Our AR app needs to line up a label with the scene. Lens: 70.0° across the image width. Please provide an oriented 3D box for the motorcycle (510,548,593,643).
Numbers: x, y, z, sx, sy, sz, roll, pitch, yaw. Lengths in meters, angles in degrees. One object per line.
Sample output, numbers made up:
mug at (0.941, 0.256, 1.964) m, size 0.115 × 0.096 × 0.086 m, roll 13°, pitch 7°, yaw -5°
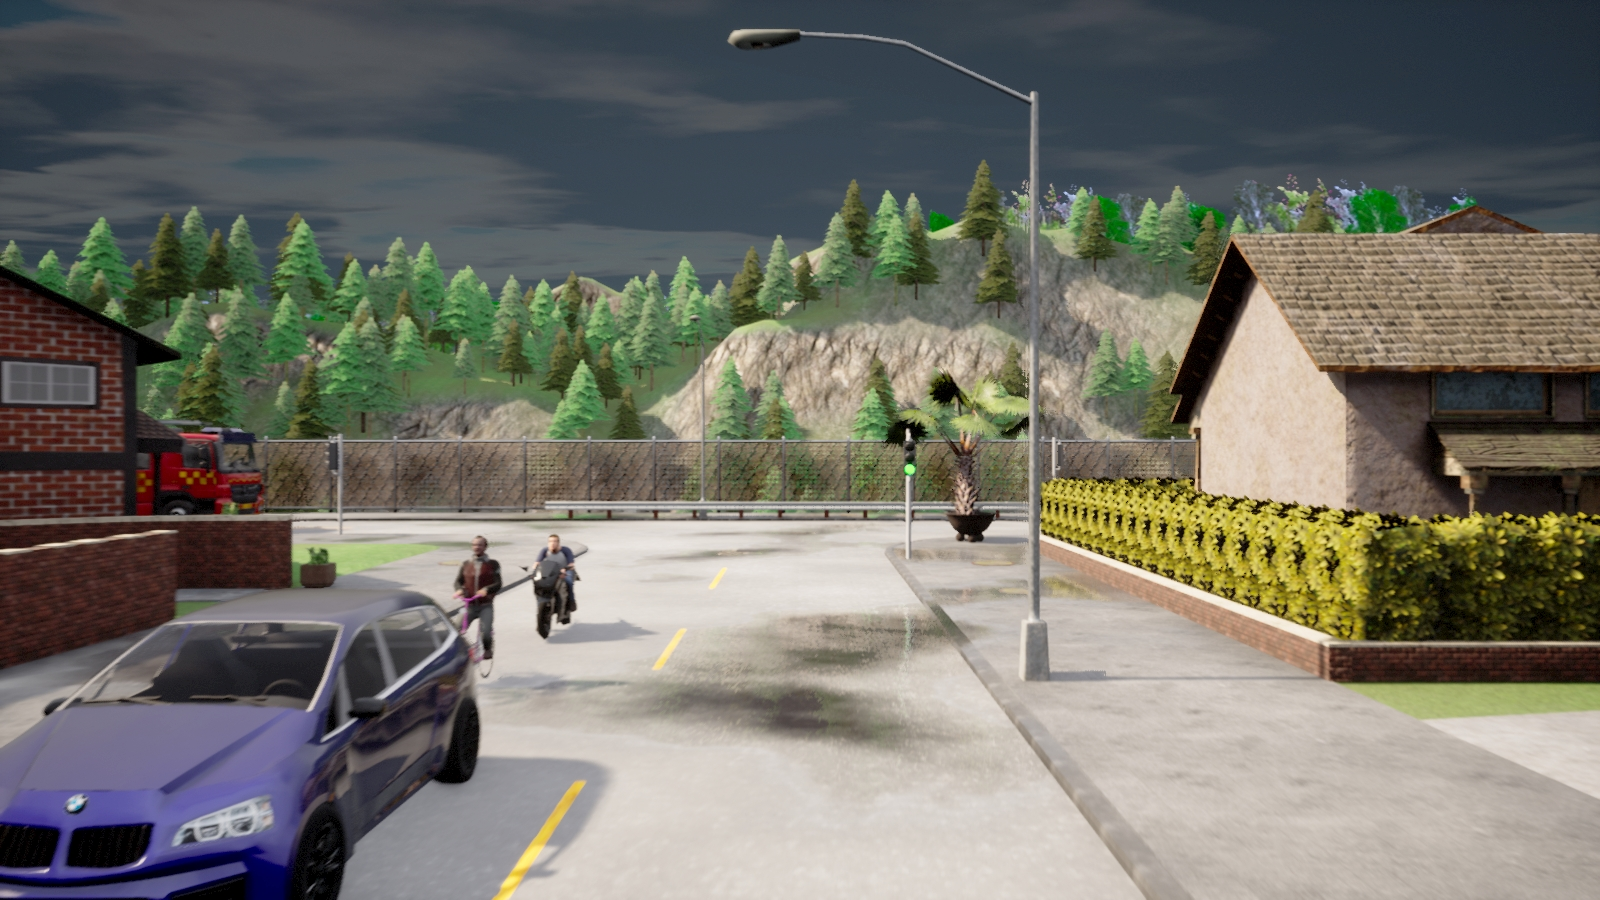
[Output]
motorcycle at (-3.766, 2.185, 17.503) m, size 0.803 × 1.199 × 2.033 m, roll 0°, pitch 0°, yaw 1°

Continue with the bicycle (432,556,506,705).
bicycle at (-3.856, 2.059, 13.412) m, size 0.329 × 1.471 × 1.835 m, roll 0°, pitch 0°, yaw 0°

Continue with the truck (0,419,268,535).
truck at (-23.116, 0.883, 39.073) m, size 8.468 × 3.827 × 2.891 m, roll 0°, pitch 0°, yaw 0°

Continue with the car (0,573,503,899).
car at (-3.853, 1.966, 8.194) m, size 2.242 × 1.667 × 4.611 m, roll 0°, pitch 0°, yaw 0°
